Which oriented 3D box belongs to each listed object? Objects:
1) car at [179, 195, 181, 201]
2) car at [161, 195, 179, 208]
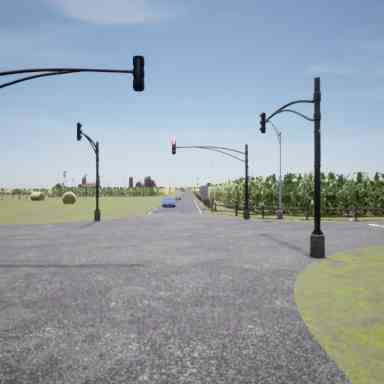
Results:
[{"bbox_3d":[-3.514,1.414,80.799,2.033,1.411,5.357,0,0,0],"label":"car"},{"bbox_3d":[-3.247,1.484,47.063,1.882,1.535,5.008,0,1,0],"label":"car"}]
